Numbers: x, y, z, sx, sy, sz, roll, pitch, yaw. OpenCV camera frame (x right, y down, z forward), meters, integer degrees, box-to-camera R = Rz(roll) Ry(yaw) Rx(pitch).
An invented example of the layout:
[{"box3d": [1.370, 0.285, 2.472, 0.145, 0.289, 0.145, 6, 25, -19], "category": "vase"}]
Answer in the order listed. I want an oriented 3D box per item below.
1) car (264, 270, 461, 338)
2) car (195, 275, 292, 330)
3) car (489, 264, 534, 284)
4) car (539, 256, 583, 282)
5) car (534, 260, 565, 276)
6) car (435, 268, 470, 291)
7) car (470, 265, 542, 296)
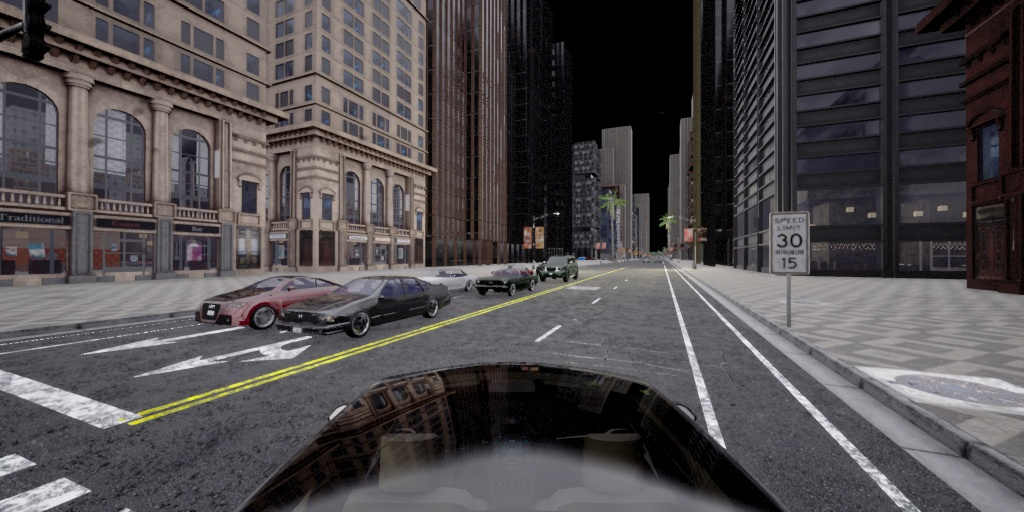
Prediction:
[{"box3d": [-3.874, 1.299, 10.631, 2.033, 1.411, 5.357, 0, 0, 23], "category": "car"}, {"box3d": [-7.135, 1.316, 11.247, 1.994, 1.385, 4.181, 0, 0, 23], "category": "car"}, {"box3d": [0.081, 1.364, 28.523, 1.895, 1.301, 4.718, 0, 0, 23], "category": "car"}, {"box3d": [3.951, 0.987, 29.347, 2.150, 2.045, 5.566, 0, 0, 22], "category": "car"}, {"box3d": [4.051, 1.251, 37.925, 1.882, 1.535, 5.008, 0, 0, 23], "category": "car"}, {"box3d": [-3.762, 1.357, 19.332, 1.895, 1.301, 4.718, 0, 0, 23], "category": "car"}, {"box3d": [-0.177, 1.358, 19.479, 1.895, 1.301, 4.718, 0, 0, 23], "category": "car"}]
